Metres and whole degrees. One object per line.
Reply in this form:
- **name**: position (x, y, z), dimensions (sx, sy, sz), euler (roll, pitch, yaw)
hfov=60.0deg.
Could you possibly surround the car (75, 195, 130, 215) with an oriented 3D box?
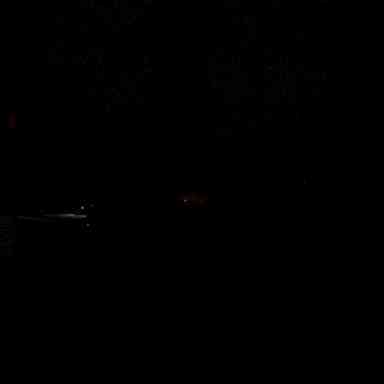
- **car**: position (-6.680, 0.920, 25.212), dimensions (1.994, 1.385, 4.181), euler (2, 1, 33)

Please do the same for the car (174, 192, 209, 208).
- **car**: position (0.025, 0.814, 35.683), dimensions (1.882, 1.535, 5.008), euler (2, 1, 33)

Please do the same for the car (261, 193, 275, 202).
- **car**: position (11.924, 0.852, 54.110), dimensions (2.033, 1.411, 5.357), euler (2, 1, 33)
